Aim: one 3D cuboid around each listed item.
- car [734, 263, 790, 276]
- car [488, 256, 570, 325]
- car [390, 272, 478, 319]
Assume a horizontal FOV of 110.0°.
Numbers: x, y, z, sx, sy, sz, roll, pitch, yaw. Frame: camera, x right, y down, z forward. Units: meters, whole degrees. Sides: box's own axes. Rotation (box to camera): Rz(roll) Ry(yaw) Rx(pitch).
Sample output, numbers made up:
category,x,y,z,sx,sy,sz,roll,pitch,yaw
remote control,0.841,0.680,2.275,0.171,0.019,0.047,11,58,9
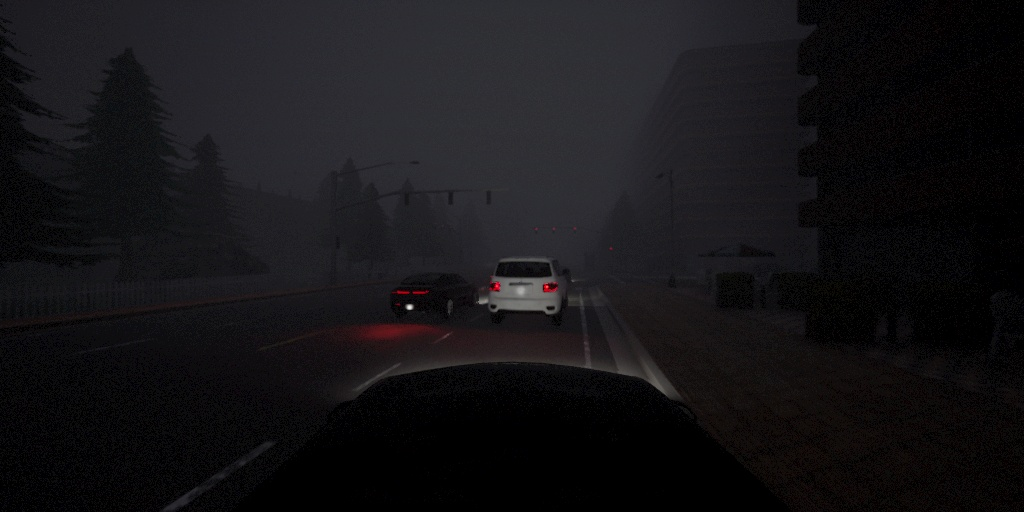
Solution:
category,x,y,z,sx,sy,sz,roll,pitch,yaw
car,25.529,1.498,36.695,4.902,1.511,2.128,0,0,10
car,0.737,1.033,12.425,2.150,2.045,5.566,0,0,11
car,-2.663,1.321,13.265,1.837,1.490,4.892,0,-1,11
